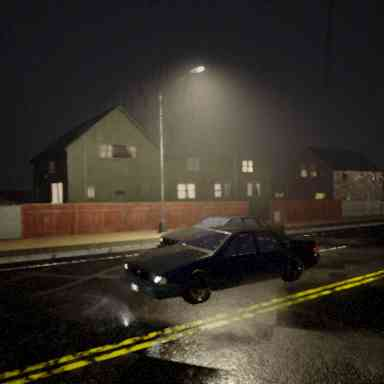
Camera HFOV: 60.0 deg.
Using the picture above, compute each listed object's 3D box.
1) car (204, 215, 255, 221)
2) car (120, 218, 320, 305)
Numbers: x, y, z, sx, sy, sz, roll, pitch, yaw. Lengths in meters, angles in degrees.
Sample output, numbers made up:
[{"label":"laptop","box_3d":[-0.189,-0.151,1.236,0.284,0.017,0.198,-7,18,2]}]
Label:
[{"label":"car","box_3d":[1.391,1.605,12.655,5.357,1.411,2.033,0,0,-35]},{"label":"car","box_3d":[0.994,1.586,8.382,5.357,1.411,2.033,0,0,-35]}]
